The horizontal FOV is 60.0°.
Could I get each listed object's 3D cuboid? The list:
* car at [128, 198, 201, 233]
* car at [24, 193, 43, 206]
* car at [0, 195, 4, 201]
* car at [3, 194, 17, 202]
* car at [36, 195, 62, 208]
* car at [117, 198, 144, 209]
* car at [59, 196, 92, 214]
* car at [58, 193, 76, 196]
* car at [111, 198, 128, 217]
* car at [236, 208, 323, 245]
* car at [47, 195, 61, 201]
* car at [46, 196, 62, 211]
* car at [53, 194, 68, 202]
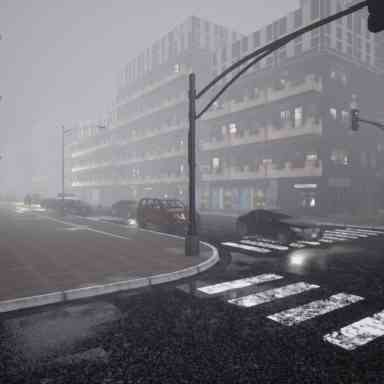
[{"bbox_3d":[-1.552,1.264,19.663,2.192,1.841,5.009,0,0,-36],"label":"car"},{"bbox_3d":[-24.764,1.162,51.811,2.192,1.841,5.009,0,0,-36],"label":"car"},{"bbox_3d":[-41.345,1.269,74.773,1.967,1.590,4.097,0,0,-36],"label":"car"},{"bbox_3d":[-38.029,1.412,70.181,1.802,1.307,4.206,0,0,-36],"label":"car"},{"bbox_3d":[-18.134,1.436,42.628,1.947,1.339,4.313,0,0,-36],"label":"car"},{"bbox_3d":[-8.023,1.465,42.941,1.802,1.307,4.206,0,0,-36],"label":"car"},{"bbox_3d":[-11.501,1.444,33.441,1.887,1.381,4.507,0,0,-36],"label":"car"},{"bbox_3d":[-17.070,1.089,45.672,2.150,2.045,5.566,0,0,-35],"label":"car"},{"bbox_3d":[-5.483,1.395,29.528,1.882,1.535,5.008,0,0,-36],"label":"car"},{"bbox_3d":[3.892,1.501,15.667,1.812,1.442,4.674,0,0,-29],"label":"car"},{"bbox_3d":[-31.234,1.379,75.086,2.008,1.369,4.403,0,0,-36],"label":"car"},{"bbox_3d":[-14.817,1.451,38.034,1.947,1.339,4.313,0,0,-36],"label":"car"},{"bbox_3d":[-27.918,1.269,70.495,1.967,1.590,4.097,0,0,-36],"label":"car"}]
